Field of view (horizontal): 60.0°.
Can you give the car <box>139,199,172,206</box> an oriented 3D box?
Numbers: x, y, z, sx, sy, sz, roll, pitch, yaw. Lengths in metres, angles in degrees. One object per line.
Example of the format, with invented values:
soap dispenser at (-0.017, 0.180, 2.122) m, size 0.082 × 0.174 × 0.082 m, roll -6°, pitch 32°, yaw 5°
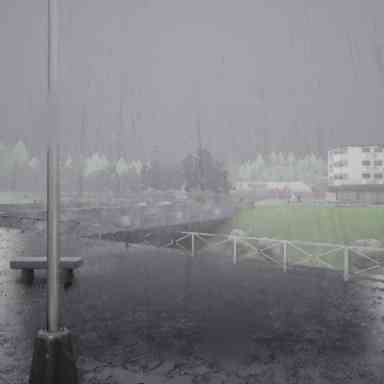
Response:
car at (-4.719, 1.601, 43.647) m, size 1.895 × 1.301 × 4.718 m, roll 0°, pitch 0°, yaw 36°
